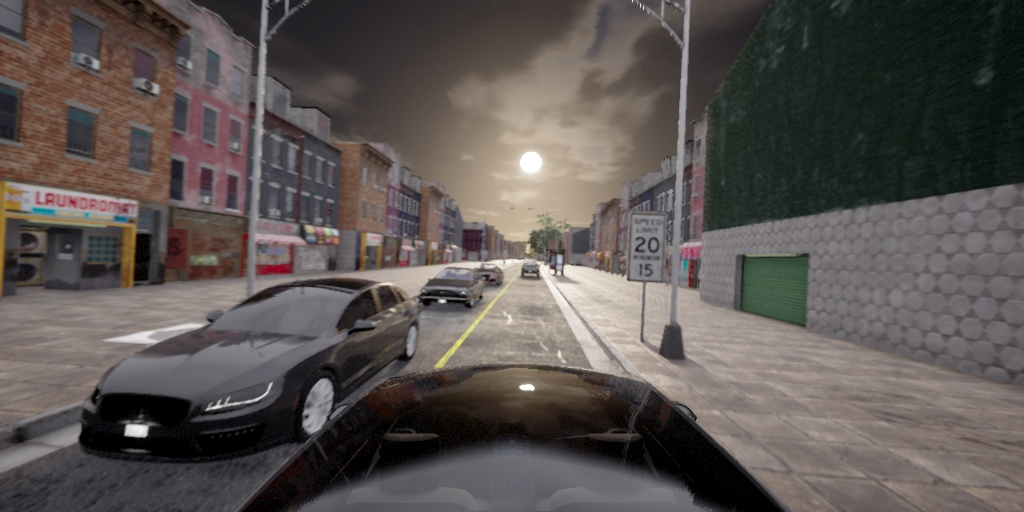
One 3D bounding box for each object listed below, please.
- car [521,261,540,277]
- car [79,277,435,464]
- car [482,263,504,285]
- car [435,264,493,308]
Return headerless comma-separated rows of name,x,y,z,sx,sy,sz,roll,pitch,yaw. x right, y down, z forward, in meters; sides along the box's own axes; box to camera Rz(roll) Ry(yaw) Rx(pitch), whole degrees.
car,1.940,1.313,37.489,2.128,1.511,4.902,3,0,3
car,-2.782,1.118,5.223,1.837,1.490,4.892,3,0,3
car,-1.660,1.217,24.971,1.994,1.385,4.181,3,0,4
car,-2.239,1.179,15.010,2.033,1.411,5.357,3,0,3
